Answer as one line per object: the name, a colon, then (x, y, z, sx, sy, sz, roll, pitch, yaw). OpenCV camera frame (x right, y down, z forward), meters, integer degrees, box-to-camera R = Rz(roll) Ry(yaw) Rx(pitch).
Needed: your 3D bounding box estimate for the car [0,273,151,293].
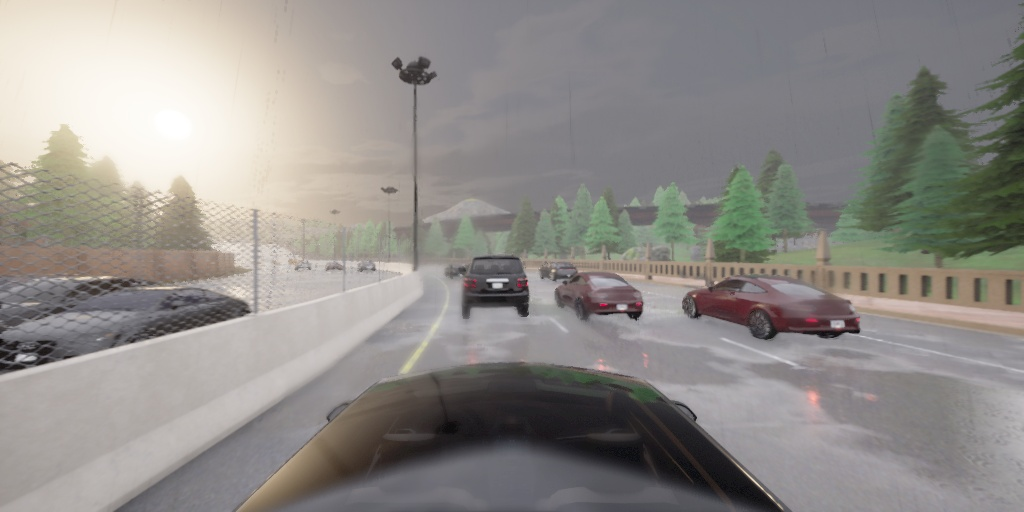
car: (-11.077, 1.294, 9.040, 1.837, 1.490, 4.892, 0, 0, -6)

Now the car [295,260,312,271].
car: (-29.560, 1.318, 50.779, 2.128, 1.511, 4.902, 0, 0, -33)

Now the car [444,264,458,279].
car: (-4.933, 1.343, 32.282, 1.895, 1.301, 4.718, 0, 0, -18)

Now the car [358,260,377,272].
car: (-18.732, 1.277, 46.338, 2.128, 1.511, 4.902, 0, 0, -28)

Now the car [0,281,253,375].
car: (-7.453, 1.339, 7.386, 1.994, 1.385, 4.181, 0, 0, -4)

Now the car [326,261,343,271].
car: (-24.360, 1.371, 49.130, 1.994, 1.385, 4.181, 0, 0, -31)

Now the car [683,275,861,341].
car: (6.565, 1.242, 9.713, 1.812, 1.442, 4.674, 0, 0, -4)

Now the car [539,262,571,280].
car: (3.526, 1.203, 28.014, 2.128, 1.511, 4.902, 0, 0, -14)

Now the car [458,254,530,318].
car: (-0.751, 0.964, 13.246, 2.150, 2.045, 5.566, 0, 0, -7)

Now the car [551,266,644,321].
car: (2.815, 1.255, 12.268, 1.812, 1.442, 4.674, 0, 0, -6)

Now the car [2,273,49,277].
car: (-14.774, 1.294, 10.842, 2.128, 1.511, 4.902, 0, 0, -7)
